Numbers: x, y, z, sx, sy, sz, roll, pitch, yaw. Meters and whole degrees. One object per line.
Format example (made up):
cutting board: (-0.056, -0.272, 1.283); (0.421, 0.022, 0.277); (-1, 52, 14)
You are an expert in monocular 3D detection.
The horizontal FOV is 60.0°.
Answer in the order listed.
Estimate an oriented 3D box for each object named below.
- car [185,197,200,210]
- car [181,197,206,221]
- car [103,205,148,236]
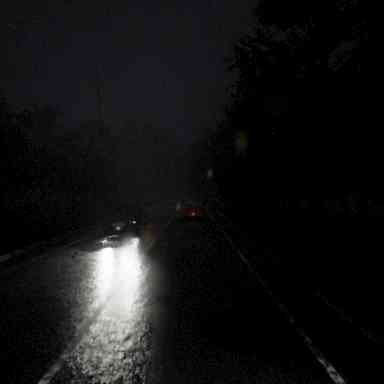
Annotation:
car: (0.099, 1.474, 43.384); (1.837, 1.490, 4.892); (0, 0, 0)
car: (0.100, 1.488, 27.295); (1.882, 1.535, 5.008); (0, 0, 0)
car: (-3.598, 1.504, 18.669); (2.128, 1.511, 4.902); (0, 0, 0)
